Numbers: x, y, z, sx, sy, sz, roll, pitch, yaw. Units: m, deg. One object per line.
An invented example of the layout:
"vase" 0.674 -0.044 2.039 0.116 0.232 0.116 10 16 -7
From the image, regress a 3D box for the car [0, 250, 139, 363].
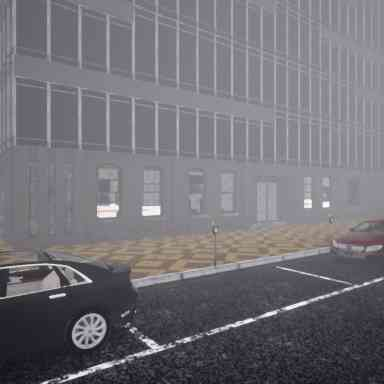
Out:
"car" -2.891 1.551 4.497 4.403 1.369 2.008 0 0 -36

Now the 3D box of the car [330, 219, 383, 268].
"car" 6.367 1.582 11.121 4.206 1.307 1.802 0 0 -36
